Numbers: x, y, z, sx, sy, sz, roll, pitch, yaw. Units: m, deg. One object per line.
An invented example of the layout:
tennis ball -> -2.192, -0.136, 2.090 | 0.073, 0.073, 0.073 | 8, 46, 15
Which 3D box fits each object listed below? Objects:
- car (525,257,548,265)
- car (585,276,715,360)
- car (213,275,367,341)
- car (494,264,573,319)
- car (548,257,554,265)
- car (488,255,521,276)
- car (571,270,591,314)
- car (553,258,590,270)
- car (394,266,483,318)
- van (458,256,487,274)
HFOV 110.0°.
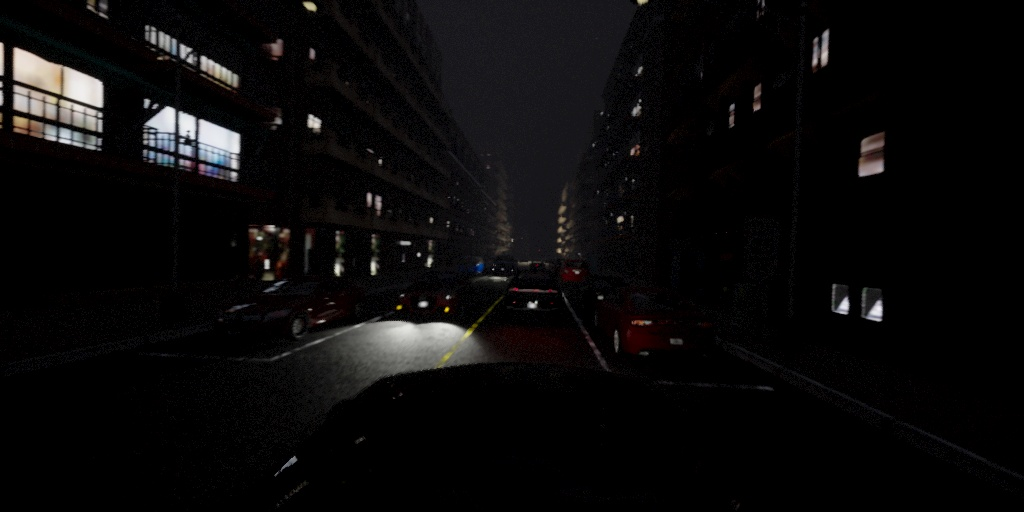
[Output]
car -> 3.048, 1.250, 43.001 | 2.128, 1.511, 4.902 | 2, 0, 4
car -> 3.058, 1.374, 8.556 | 1.888, 1.381, 4.507 | 0, 0, 4
car -> -5.263, 1.152, 9.181 | 1.802, 1.307, 4.207 | 0, 0, 4
car -> 0.791, 1.241, 12.915 | 2.128, 1.511, 4.902 | 2, 0, 4
car -> 5.145, 1.150, 36.455 | 2.192, 1.841, 5.009 | 0, 0, 4
car -> -0.620, 0.881, 35.714 | 2.150, 2.045, 5.566 | 2, 0, 5
car -> 3.455, 1.396, 13.863 | 1.948, 1.339, 4.313 | 0, 0, 4
car -> 4.299, 1.147, 25.158 | 2.192, 1.841, 5.009 | 0, 0, 4
car -> -2.436, 1.214, 12.399 | 1.994, 1.385, 4.181 | 2, 0, 4
van -> -3.596, 0.915, 31.460 | 1.690, 1.789, 3.998 | 0, 0, 4
